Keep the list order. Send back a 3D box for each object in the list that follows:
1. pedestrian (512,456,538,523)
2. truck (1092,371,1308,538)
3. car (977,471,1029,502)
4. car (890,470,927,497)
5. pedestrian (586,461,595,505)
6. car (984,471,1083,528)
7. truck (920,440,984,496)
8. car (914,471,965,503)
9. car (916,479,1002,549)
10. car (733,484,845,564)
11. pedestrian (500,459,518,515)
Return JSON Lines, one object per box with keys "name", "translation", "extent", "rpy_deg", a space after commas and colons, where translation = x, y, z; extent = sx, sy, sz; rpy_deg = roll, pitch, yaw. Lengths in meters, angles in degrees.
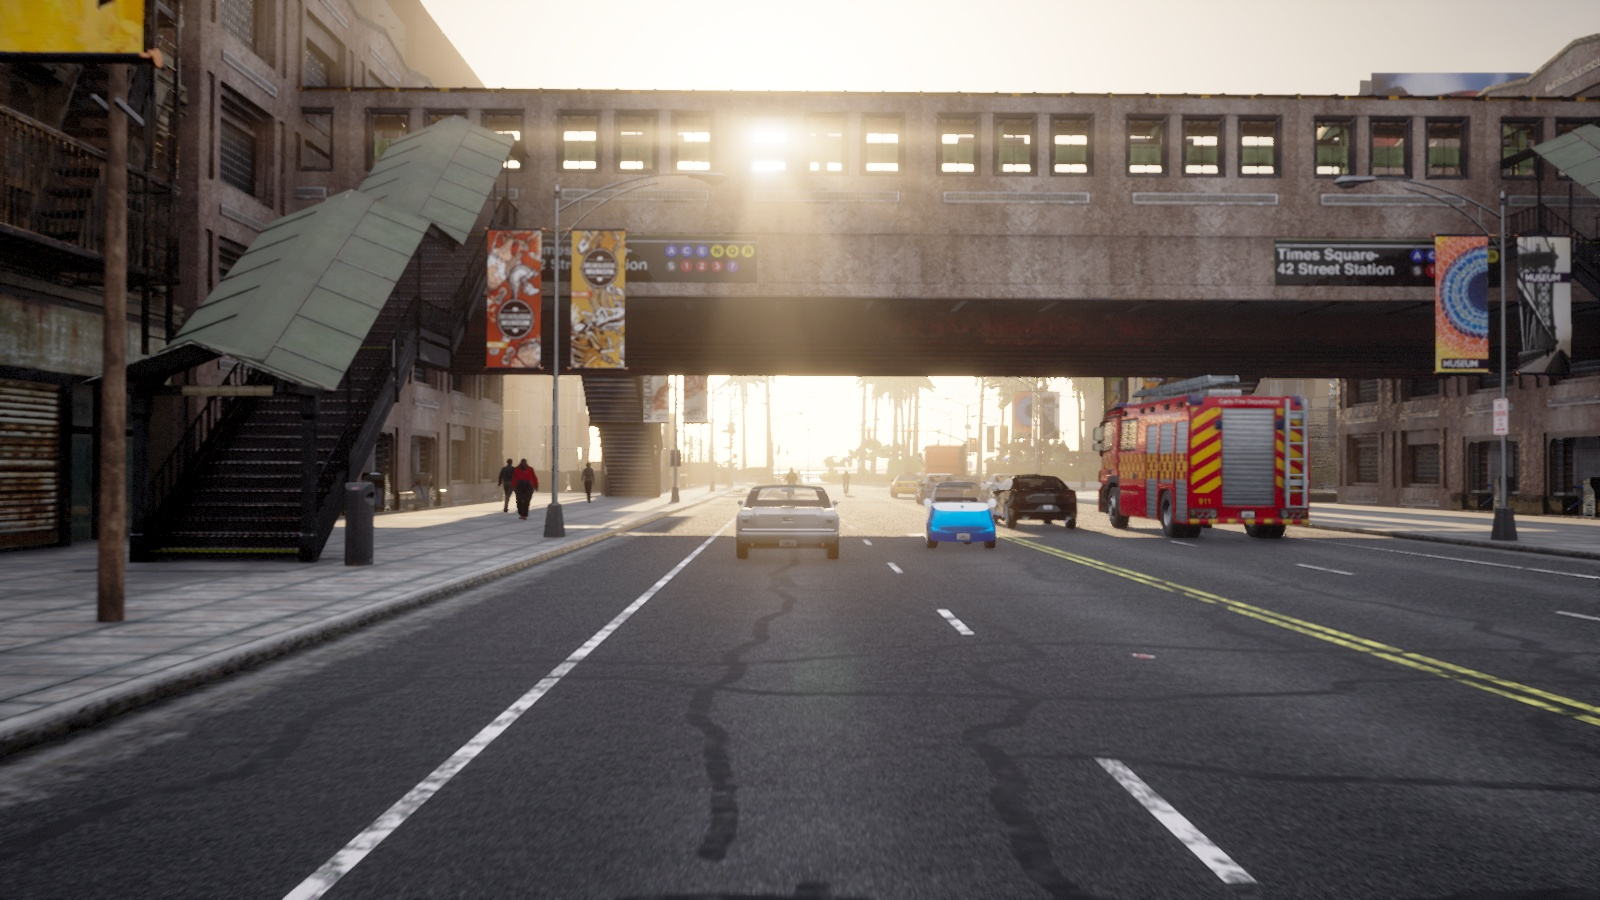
{"name": "pedestrian", "translation": [-7.700, 1.097, 35.160], "extent": [0.634, 1.844, 0.899], "rpy_deg": [0, -1, -8]}
{"name": "truck", "translation": [10.207, 0.171, 33.215], "extent": [2.891, 3.827, 8.468], "rpy_deg": [0, -1, -1]}
{"name": "car", "translation": [10.112, 1.802, 62.812], "extent": [1.970, 1.475, 3.806], "rpy_deg": [0, -1, 0]}
{"name": "car", "translation": [6.481, 2.003, 75.367], "extent": [1.801, 1.575, 5.366], "rpy_deg": [0, -1, 1]}
{"name": "pedestrian", "translation": [-8.920, 1.409, 53.357], "extent": [0.331, 1.846, 0.634], "rpy_deg": [0, -1, -5]}
{"name": "car", "translation": [6.686, 1.383, 36.506], "extent": [1.882, 1.535, 5.008], "rpy_deg": [0, -1, -1]}
{"name": "truck", "translation": [9.843, 1.184, 82.216], "extent": [2.891, 3.462, 7.936], "rpy_deg": [0, -1, -2]}
{"name": "car", "translation": [6.632, 1.772, 60.185], "extent": [1.970, 1.475, 3.806], "rpy_deg": [0, -1, 0]}
{"name": "car", "translation": [3.269, 1.299, 26.130], "extent": [1.481, 1.376, 2.207], "rpy_deg": [0, -1, 0]}
{"name": "car", "translation": [-0.211, 1.317, 23.716], "extent": [1.895, 1.301, 4.718], "rpy_deg": [0, -1, 0]}
{"name": "pedestrian", "translation": [-9.604, 1.211, 41.474], "extent": [0.370, 1.835, 0.726], "rpy_deg": [0, -1, 3]}
